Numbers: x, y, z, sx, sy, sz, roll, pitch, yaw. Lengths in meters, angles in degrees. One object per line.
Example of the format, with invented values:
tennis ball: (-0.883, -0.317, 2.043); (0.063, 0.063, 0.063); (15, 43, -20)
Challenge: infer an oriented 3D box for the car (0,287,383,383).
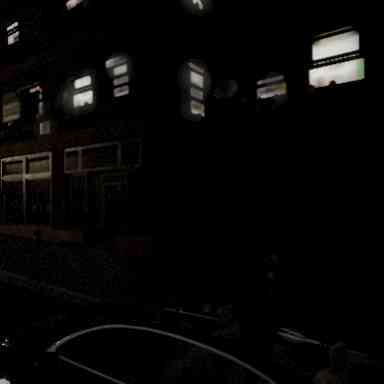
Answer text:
car: (-0.048, 1.538, 2.778); (4.403, 1.369, 2.008); (1, -1, 35)
